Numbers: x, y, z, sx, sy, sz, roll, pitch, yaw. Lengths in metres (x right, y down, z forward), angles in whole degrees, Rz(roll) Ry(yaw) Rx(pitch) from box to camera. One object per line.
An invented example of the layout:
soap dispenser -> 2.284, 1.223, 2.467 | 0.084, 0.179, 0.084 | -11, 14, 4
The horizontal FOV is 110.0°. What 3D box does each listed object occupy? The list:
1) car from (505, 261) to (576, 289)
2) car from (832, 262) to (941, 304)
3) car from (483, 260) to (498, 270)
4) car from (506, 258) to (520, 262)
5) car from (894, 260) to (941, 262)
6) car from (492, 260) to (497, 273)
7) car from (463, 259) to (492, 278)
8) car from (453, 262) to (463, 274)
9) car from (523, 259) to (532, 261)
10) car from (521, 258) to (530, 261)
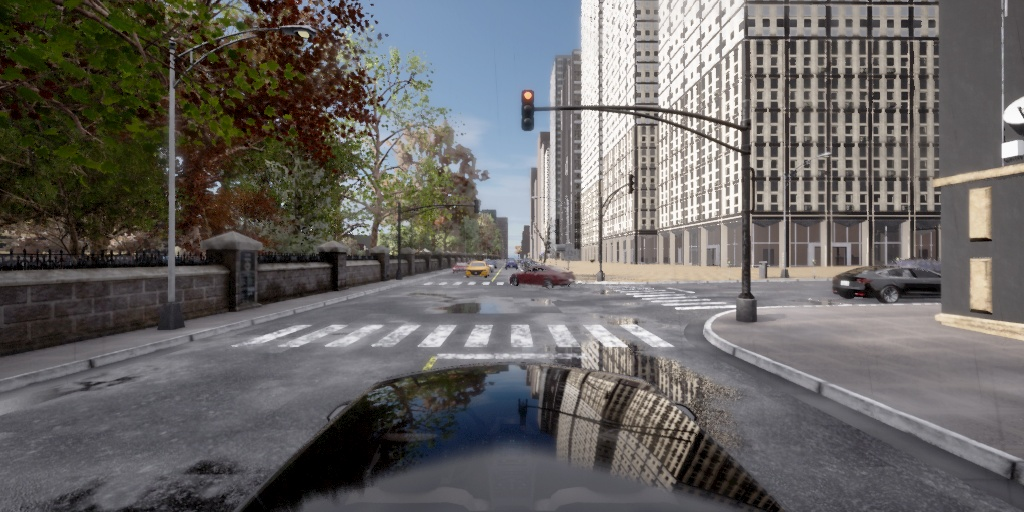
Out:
car -> 1.912, 1.276, 22.930 | 1.812, 1.442, 4.674 | -2, 1, -44
car -> 14.649, 1.026, 13.547 | 4.313, 1.339, 1.948 | 0, 0, 0
car -> -3.253, 1.330, 55.737 | 2.033, 1.411, 5.357 | 0, 0, 0
car -> -0.071, 1.310, 57.435 | 1.812, 1.442, 4.674 | 0, 0, 0
car -> 21.804, 0.910, 19.402 | 5.357, 1.411, 2.033 | -1, 0, 0
car -> -3.228, 1.372, 44.326 | 1.895, 1.301, 4.718 | 0, 0, 0
car -> -3.199, 1.241, 34.263 | 1.882, 1.535, 5.008 | 0, 0, 0
car -> -5.815, 1.351, 41.699 | 1.802, 1.307, 4.207 | 0, 0, 0
car -> 2.566, 1.335, 41.725 | 1.948, 1.339, 4.313 | 0, 0, 0
car -> 2.548, 1.339, 47.357 | 1.948, 1.339, 4.313 | 0, 0, 0
